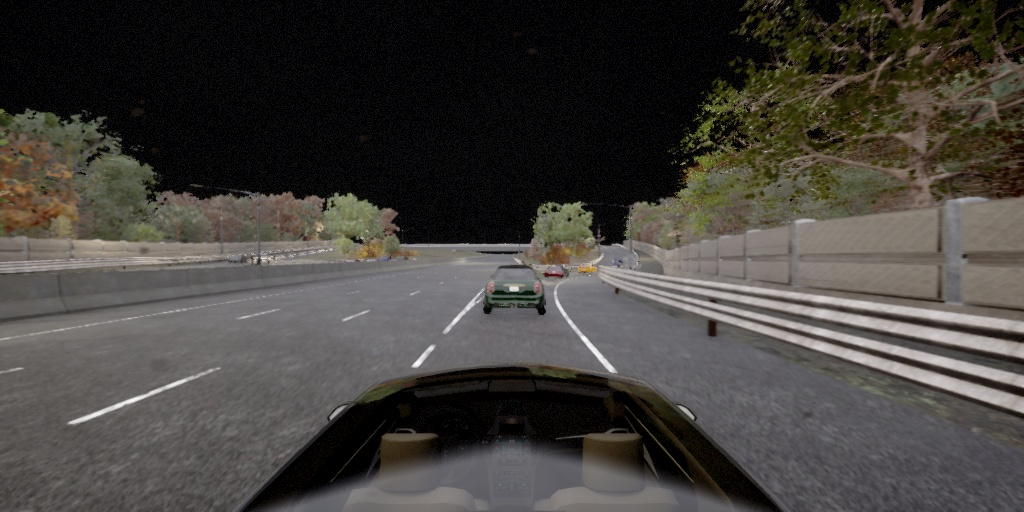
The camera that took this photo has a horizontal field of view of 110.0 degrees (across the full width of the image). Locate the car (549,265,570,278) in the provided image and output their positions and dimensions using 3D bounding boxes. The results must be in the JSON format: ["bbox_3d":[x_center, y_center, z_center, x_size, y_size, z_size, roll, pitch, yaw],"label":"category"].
[{"bbox_3d":[4.884,1.644,38.200,1.994,1.385,4.181,0,-1,19],"label":"car"}]

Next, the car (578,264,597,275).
[{"bbox_3d":[11.226,1.908,52.923,1.882,1.535,5.008,0,-1,26],"label":"car"}]

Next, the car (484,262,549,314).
[{"bbox_3d":[0.201,1.111,14.034,2.097,1.767,4.553,0,0,3],"label":"car"}]
